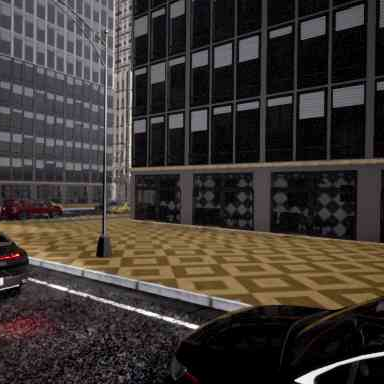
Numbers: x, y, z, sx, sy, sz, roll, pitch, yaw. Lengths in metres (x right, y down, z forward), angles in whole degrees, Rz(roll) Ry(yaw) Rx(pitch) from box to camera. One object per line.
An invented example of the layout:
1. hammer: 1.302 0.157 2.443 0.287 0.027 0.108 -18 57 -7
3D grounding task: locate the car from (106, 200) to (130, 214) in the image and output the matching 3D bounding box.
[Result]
1. car: -7.334 1.830 38.851 1.752 1.417 4.829 1 0 37

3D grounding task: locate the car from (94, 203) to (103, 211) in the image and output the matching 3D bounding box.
1. car: -10.778 1.791 43.908 1.994 1.385 4.181 1 0 36

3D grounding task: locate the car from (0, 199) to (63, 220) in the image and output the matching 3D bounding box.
1. car: -14.164 1.519 29.664 2.192 1.841 5.009 1 0 37

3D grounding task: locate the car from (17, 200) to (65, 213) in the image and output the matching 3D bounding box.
1. car: -17.629 1.643 39.051 1.752 1.417 4.829 1 0 37

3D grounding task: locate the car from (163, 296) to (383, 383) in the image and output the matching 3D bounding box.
1. car: 1.986 1.505 2.258 4.892 1.490 1.837 0 0 36

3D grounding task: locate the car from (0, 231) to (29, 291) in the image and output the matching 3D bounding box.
1. car: -5.731 1.500 7.801 4.892 1.490 1.837 0 0 36
